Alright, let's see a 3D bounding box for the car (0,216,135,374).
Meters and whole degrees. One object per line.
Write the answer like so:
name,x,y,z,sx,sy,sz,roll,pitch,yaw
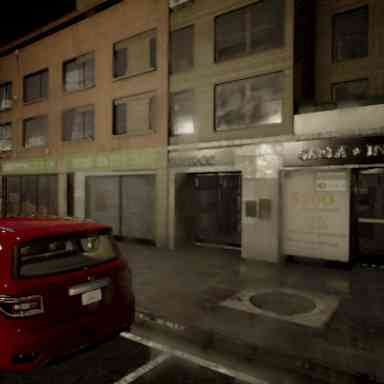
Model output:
car,-3.120,1.312,5.292,5.009,1.841,2.192,0,1,35
